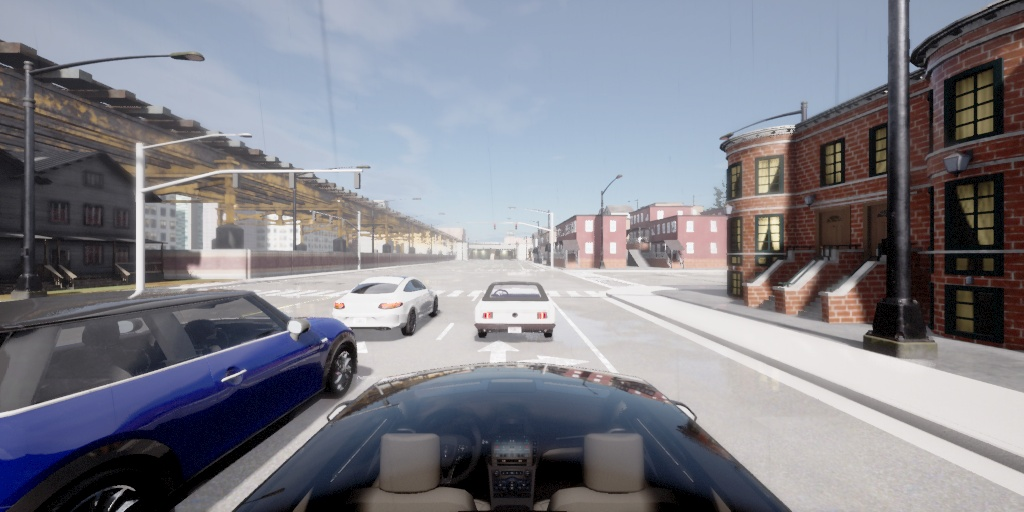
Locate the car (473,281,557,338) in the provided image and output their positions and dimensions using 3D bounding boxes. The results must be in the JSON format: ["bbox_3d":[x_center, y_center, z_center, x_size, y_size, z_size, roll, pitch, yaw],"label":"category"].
[{"bbox_3d":[0.105,1.351,10.184,1.895,1.301,4.718,0,0,1],"label":"car"}]

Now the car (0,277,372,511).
[{"bbox_3d":[-3.399,1.102,3.648,2.097,1.767,4.553,0,0,0],"label":"car"}]

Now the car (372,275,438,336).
[{"bbox_3d":[-3.398,1.276,10.292,1.812,1.442,4.674,0,0,0],"label":"car"}]
